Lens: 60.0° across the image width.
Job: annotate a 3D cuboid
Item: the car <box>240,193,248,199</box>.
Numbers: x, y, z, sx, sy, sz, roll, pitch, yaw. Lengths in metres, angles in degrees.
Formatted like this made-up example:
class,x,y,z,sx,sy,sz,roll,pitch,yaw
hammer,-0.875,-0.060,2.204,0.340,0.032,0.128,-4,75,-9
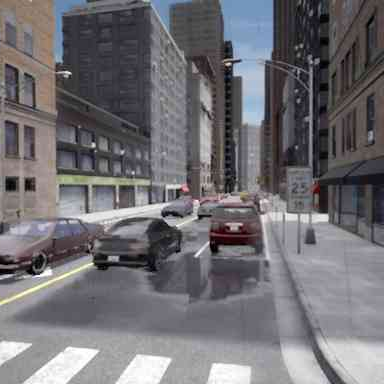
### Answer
class,x,y,z,sx,sy,sz,roll,pitch,yaw
car,13.154,0.957,84.109,1.882,1.535,5.008,0,0,11

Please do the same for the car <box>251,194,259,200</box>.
class,x,y,z,sx,sy,sz,roll,pitch,yaw
car,15.276,1.211,80.212,1.802,1.307,4.206,-1,0,11

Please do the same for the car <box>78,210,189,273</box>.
class,x,y,z,sx,sy,sz,roll,pitch,yaw
car,-1.570,1.549,10.856,1.812,1.442,4.674,0,0,11

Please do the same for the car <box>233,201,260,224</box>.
class,x,y,z,sx,sy,sz,roll,pitch,yaw
car,4.177,1.467,24.992,1.752,1.417,4.829,-1,0,11

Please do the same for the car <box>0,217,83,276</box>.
class,x,y,z,sx,sy,sz,roll,pitch,yaw
car,-4.719,1.566,10.919,2.033,1.411,5.357,0,0,11

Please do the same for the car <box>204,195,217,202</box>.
class,x,y,z,sx,sy,sz,roll,pitch,yaw
car,3.577,1.269,65.270,1.947,1.339,4.313,-1,0,11

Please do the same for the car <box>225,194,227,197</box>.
class,x,y,z,sx,sy,sz,roll,pitch,yaw
car,6.916,1.195,81.884,1.802,1.307,4.206,-1,0,11

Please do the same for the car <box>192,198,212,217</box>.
class,x,y,z,sx,sy,sz,roll,pitch,yaw
car,1.693,1.475,27.096,2.033,1.411,5.357,0,0,11

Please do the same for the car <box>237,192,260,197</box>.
class,x,y,z,sx,sy,sz,roll,pitch,yaw
car,6.367,1.193,35.902,2.192,1.841,5.009,-1,0,11

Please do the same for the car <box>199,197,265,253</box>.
class,x,y,z,sx,sy,sz,roll,pitch,yaw
car,1.914,1.322,13.747,2.192,1.841,5.009,-1,0,11

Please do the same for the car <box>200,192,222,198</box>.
class,x,y,z,sx,sy,sz,roll,pitch,yaw
car,2.384,1.092,45.750,2.150,2.045,5.566,0,0,11

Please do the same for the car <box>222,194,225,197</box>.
class,x,y,z,sx,sy,sz,roll,pitch,yaw
car,5.802,1.082,76.345,1.967,1.590,4.097,-1,0,11

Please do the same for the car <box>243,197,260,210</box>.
class,x,y,z,sx,sy,sz,roll,pitch,yaw
car,7.483,1.397,41.441,2.008,1.369,4.403,-1,0,11

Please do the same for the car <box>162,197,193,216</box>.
class,x,y,z,sx,sy,sz,roll,pitch,yaw
car,-1.167,1.463,28.586,2.033,1.411,5.357,0,0,11

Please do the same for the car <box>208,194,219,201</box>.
class,x,y,z,sx,sy,sz,roll,pitch,yaw
car,4.656,1.199,70.641,1.752,1.417,4.829,-1,0,11
